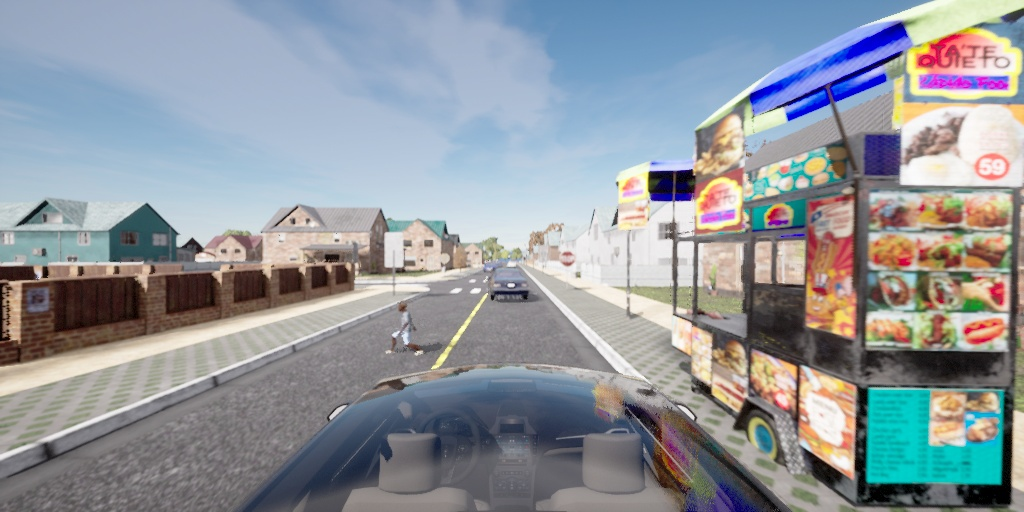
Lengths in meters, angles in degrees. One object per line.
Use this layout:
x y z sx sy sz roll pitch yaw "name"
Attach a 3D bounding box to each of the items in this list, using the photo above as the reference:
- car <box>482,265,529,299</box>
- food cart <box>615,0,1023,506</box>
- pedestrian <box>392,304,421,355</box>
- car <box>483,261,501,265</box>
-0.319 1.357 18.408 2.033 1.411 5.357 0 0 -6 "car"
3.012 0.222 4.474 2.280 3.560 4.660 0 0 0 "food cart"
-2.159 1.061 7.303 0.375 1.860 0.375 -1 1 0 "pedestrian"
-2.796 1.479 47.521 1.812 1.442 4.674 0 0 0 "car"
